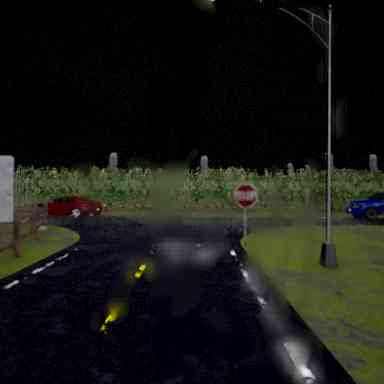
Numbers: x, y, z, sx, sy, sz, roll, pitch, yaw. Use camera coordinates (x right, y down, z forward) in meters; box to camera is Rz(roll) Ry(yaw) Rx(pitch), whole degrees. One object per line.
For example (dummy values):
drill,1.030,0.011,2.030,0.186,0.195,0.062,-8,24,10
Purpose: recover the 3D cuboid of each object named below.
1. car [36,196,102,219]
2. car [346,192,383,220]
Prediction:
car,-8.914,1.043,23.820,5.008,1.535,1.882,0,-1,17
car,14.220,0.967,24.141,5.566,2.045,2.150,0,0,0
